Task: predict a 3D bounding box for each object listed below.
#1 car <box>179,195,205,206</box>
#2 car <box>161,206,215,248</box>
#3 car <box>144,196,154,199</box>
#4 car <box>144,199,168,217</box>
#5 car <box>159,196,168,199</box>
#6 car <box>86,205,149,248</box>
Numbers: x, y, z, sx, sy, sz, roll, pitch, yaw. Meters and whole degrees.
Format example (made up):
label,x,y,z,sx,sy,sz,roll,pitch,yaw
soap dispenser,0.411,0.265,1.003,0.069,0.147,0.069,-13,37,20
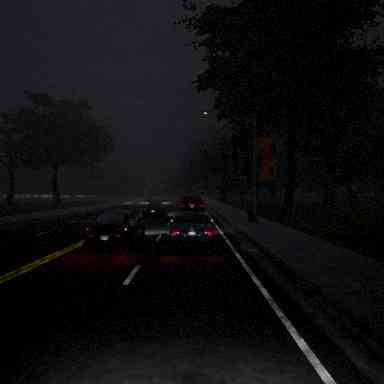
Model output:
label,x,y,z,sx,sy,sz,roll,pitch,yaw
car,0.000,1.267,29.680,2.150,2.045,5.566,0,0,0
car,0.000,1.566,14.650,2.033,1.411,5.357,0,0,0
car,-9.750,1.596,75.897,1.895,1.301,4.718,0,0,0
car,-3.250,1.581,29.651,1.994,1.385,4.181,0,0,0
car,-6.500,1.596,75.897,1.895,1.301,4.718,0,0,0
car,-3.250,1.535,14.651,1.812,1.442,4.674,0,0,0
